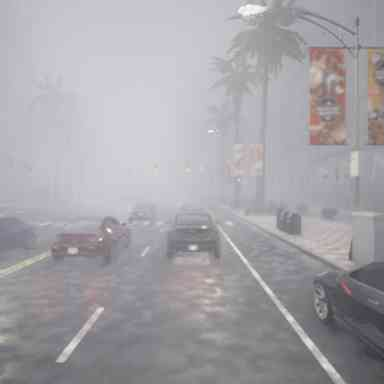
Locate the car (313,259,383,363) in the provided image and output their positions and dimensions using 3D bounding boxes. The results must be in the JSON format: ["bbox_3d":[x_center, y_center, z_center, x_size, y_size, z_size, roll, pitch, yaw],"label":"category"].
[{"bbox_3d":[3.187,1.517,4.165,2.161,1.482,4.786,0,0,-1],"label":"car"}]

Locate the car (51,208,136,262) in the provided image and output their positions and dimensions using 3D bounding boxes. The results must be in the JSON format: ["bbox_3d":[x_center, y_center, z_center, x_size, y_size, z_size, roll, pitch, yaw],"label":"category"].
[{"bbox_3d":[-3.454,1.538,11.996,1.812,1.442,4.674,0,0,0],"label":"car"}]

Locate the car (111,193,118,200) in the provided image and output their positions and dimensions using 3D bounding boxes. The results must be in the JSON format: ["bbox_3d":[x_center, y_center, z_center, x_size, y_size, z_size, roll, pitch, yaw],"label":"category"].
[{"bbox_3d":[-19.279,1.315,93.561,5.566,2.045,2.150,0,0,35],"label":"car"}]

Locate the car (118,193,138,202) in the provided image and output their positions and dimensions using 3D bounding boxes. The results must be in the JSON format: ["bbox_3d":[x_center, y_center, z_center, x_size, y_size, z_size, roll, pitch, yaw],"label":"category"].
[{"bbox_3d":[-15.301,1.577,79.546,1.837,1.490,4.892,0,0,-32],"label":"car"}]

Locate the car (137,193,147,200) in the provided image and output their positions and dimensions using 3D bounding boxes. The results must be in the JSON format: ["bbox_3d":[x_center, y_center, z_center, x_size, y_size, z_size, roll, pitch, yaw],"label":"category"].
[{"bbox_3d":[-13.039,1.619,82.427,2.033,1.411,5.357,0,0,-32],"label":"car"}]

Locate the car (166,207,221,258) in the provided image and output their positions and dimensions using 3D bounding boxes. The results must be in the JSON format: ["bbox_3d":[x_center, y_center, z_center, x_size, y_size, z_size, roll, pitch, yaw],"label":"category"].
[{"bbox_3d":[0.051,1.515,12.809,1.837,1.490,4.892,0,-1,0],"label":"car"}]

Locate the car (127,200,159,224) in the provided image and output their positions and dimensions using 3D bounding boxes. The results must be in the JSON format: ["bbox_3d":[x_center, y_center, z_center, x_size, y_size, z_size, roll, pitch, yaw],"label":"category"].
[{"bbox_3d":[-3.575,1.572,25.176,2.033,1.411,5.357,0,0,-1],"label":"car"}]

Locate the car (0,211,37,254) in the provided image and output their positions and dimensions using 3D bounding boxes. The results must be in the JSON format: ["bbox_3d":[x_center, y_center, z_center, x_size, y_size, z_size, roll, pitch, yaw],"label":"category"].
[{"bbox_3d":[-7.083,1.537,11.548,1.812,1.442,4.674,0,0,0],"label":"car"}]

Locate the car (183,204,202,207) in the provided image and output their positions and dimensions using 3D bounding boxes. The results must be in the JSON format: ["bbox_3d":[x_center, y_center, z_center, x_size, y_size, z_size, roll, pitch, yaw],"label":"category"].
[{"bbox_3d":[0.035,1.627,27.451,1.895,1.301,4.718,0,0,0],"label":"car"}]
